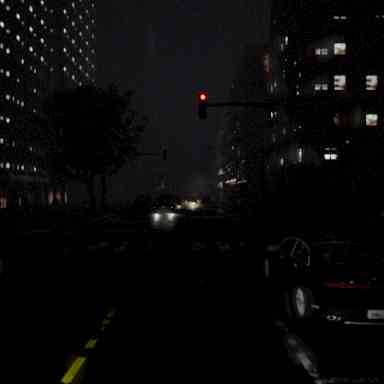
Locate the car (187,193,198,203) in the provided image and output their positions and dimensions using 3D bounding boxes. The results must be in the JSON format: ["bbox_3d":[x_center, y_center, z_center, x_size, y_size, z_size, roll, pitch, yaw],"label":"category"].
[{"bbox_3d":[0.072,1.545,69.158,1.812,1.442,4.674,0,0,0],"label":"car"}]

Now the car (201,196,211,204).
[{"bbox_3d":[2.760,1.542,67.203,1.752,1.417,4.829,0,0,0],"label":"car"}]

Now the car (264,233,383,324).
[{"bbox_3d":[2.697,1.548,7.030,2.008,1.369,4.403,0,0,0],"label":"car"}]

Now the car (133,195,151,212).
[{"bbox_3d":[-5.650,1.315,39.427,2.192,1.841,5.009,0,0,0],"label":"car"}]

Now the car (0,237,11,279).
[{"bbox_3d":[-5.684,1.542,7.039,1.887,1.381,4.507,0,0,0],"label":"car"}]

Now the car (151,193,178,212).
[{"bbox_3d":[-3.058,1.221,38.173,2.150,2.045,5.566,0,0,0],"label":"car"}]

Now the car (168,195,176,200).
[{"bbox_3d":[-5.592,1.604,94.656,2.008,1.369,4.403,0,0,0],"label":"car"}]

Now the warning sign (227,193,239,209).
[{"bbox_3d":[5.113,1.116,41.541,1.300,1.860,1.060,0,0,0],"label":"warning sign"}]

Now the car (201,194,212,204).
[{"bbox_3d":[2.754,1.578,61.510,1.947,1.339,4.313,0,0,0],"label":"car"}]

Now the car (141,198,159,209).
[{"bbox_3d":[-5.644,1.569,44.950,1.947,1.339,4.313,0,0,0],"label":"car"}]

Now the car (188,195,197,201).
[{"bbox_3d":[0.084,1.406,79.165,2.128,1.511,4.902,0,0,0],"label":"car"}]

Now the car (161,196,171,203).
[{"bbox_3d":[-5.615,1.589,72.565,1.947,1.339,4.313,0,0,0],"label":"car"}]

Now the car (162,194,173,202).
[{"bbox_3d":[-5.610,1.344,78.087,2.192,1.841,5.009,0,0,0],"label":"car"}]

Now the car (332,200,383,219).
[{"bbox_3d":[13.454,1.336,26.425,4.403,1.369,2.008,-1,1,-1],"label":"car"}]

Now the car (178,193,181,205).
[{"bbox_3d":[-3.018,1.232,57.671,2.150,2.045,5.566,0,0,0],"label":"car"}]

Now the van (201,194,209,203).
[{"bbox_3d":[2.765,1.364,72.556,1.690,1.788,3.998,0,0,0],"label":"van"}]
